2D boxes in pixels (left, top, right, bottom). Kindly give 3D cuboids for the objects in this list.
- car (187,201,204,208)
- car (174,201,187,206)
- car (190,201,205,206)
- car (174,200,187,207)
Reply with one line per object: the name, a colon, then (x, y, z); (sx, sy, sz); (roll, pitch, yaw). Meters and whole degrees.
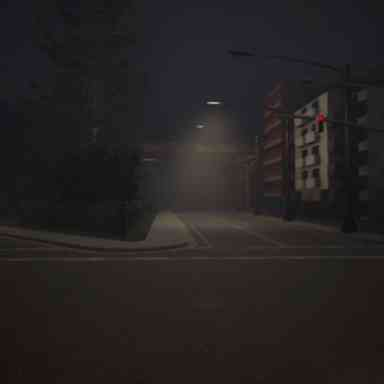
car: (1.367, 3.040, 81.755); (2.038, 1.542, 4.974); (0, -1, -25)
car: (-2.787, 2.891, 81.779); (1.853, 1.218, 4.536); (-1, -1, 20)
car: (1.345, 2.883, 81.805); (1.853, 1.218, 4.536); (0, -1, -25)
car: (-2.804, 3.047, 81.727); (2.038, 1.542, 4.974); (-1, -1, 20)
